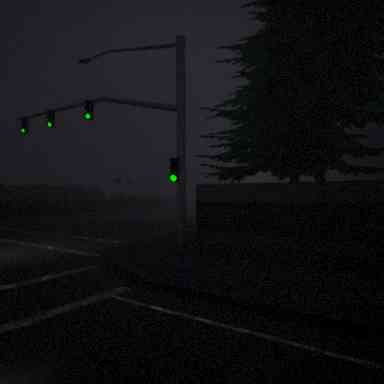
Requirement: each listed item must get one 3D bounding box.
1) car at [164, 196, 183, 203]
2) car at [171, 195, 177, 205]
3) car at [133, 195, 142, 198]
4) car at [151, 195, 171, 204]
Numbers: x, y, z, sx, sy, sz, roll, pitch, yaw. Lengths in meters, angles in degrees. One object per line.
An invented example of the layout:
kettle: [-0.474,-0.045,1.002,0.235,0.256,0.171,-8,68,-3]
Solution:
car: [-4.059,1.703,73.732,3.806,1.475,1.970,0,0,35]
car: [-5.741,1.671,71.376,3.905,1.438,1.784,0,0,35]
car: [-13.003,1.804,87.198,3.806,1.475,1.970,0,0,35]
car: [-7.259,1.460,69.163,4.605,1.855,1.932,0,0,35]
